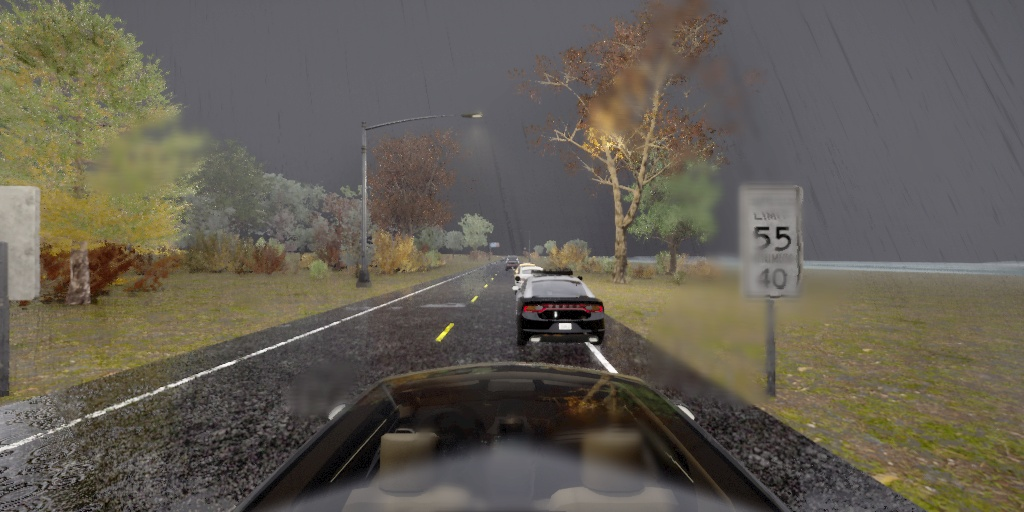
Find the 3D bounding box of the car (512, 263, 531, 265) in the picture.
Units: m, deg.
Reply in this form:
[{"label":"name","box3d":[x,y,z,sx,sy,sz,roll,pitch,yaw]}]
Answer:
[{"label":"car","box3d":[1.053,1.286,19.520,1.812,1.442,4.674,0,0,0]}]

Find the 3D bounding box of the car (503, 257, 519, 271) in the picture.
[{"label":"car","box3d":[0.091,1.275,48.788,1.837,1.490,4.892,0,0,1]}]

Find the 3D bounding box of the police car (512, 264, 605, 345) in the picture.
[{"label":"police car","box3d":[1.047,1.180,9.635,1.930,1.638,5.238,0,0,0]}]

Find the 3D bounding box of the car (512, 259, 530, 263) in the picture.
[{"label":"car","box3d":[1.066,1.218,25.709,1.801,1.575,5.366,0,0,0]}]

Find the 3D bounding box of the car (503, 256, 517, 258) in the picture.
[{"label":"car","box3d":[0.089,0.991,61.970,2.150,2.045,5.566,0,0,0]}]
